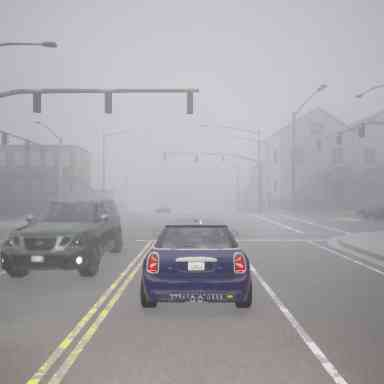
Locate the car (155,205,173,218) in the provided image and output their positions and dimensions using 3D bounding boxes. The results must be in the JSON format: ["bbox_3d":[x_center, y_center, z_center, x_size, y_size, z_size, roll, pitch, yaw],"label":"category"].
[{"bbox_3d":[-3.564,2.570,42.575,1.895,1.301,4.718,0,-8,0],"label":"car"}]

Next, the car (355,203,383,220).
[{"bbox_3d":[16.624,1.547,27.680,5.357,1.411,2.033,0,0,-1],"label":"car"}]

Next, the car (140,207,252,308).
[{"bbox_3d":[0.091,1.352,8.092,2.097,1.767,4.553,0,0,0],"label":"car"}]

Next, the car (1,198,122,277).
[{"bbox_3d":[-3.687,1.221,10.589,2.150,2.045,5.566,0,0,-1],"label":"car"}]
